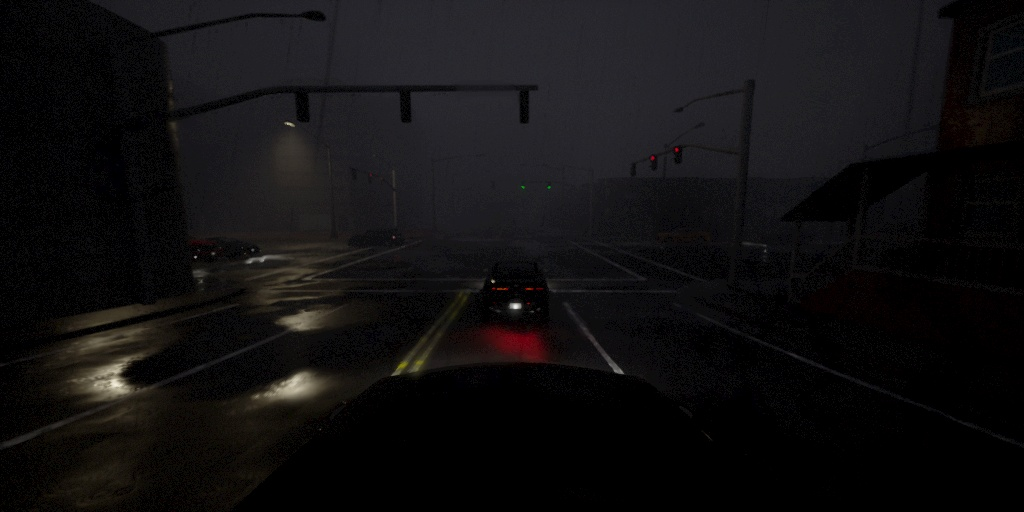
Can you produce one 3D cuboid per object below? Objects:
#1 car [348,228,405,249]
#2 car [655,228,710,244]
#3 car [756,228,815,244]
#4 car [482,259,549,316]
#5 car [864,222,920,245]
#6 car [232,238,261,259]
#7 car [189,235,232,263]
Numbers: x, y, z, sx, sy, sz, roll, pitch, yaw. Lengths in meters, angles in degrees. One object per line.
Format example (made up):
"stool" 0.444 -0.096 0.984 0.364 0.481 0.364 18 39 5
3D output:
"car" -11.782 -1.655 31.055 4.553 1.767 2.097 1 7 9
"car" 16.408 -1.972 34.621 5.008 1.535 1.882 0 7 0
"car" 26.296 -1.941 34.596 4.892 1.490 1.837 0 7 0
"car" 0.118 0.826 11.442 1.837 1.490 4.892 0 5 1
"car" 36.513 -2.216 34.502 5.566 2.045 2.150 0 7 2
"car" -19.435 -0.581 24.128 4.181 1.385 1.994 0 7 0
"car" -19.963 -0.491 20.619 5.566 2.045 2.150 0 7 0
